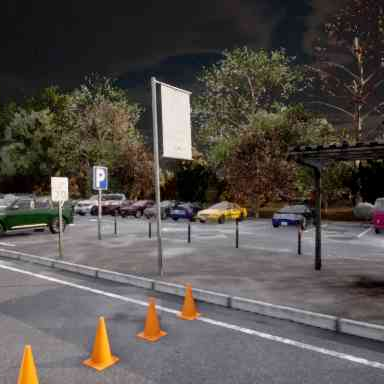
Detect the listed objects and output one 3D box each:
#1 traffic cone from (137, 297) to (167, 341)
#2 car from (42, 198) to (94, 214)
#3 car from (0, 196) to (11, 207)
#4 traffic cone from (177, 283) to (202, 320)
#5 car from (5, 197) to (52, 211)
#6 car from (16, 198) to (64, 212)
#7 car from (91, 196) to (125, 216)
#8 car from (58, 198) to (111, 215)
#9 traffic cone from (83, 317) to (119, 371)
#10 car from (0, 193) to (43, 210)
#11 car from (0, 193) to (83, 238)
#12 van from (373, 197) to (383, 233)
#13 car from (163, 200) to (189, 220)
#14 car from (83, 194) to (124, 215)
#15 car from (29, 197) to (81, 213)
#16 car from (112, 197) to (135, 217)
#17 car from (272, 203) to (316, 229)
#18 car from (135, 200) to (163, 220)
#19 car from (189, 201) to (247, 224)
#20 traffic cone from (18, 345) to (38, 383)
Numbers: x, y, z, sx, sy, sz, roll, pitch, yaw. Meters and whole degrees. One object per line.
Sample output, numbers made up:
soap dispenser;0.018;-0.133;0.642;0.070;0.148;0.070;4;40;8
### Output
traffic cone;-0.626;1.957;5.225;0.340;0.580;0.340;0;0;35
car;-13.460;1.455;36.489;2.097;1.535;5.008;0;0;35
car;-29.255;1.332;47.814;1.946;1.575;5.366;1;0;35
traffic cone;-0.052;1.957;6.041;0.340;0.580;0.340;0;0;36
car;-20.259;1.452;41.305;2.163;1.488;4.792;0;0;35
car;-18.015;1.469;39.658;2.163;1.488;4.792;0;0;35
car;-6.638;1.466;31.712;2.097;1.535;5.008;0;0;35
car;-11.187;1.461;34.892;2.231;1.521;4.892;0;0;35
traffic cone;-1.201;1.957;4.408;0.340;0.580;0.340;0;0;35
car;-22.561;1.153;42.852;2.435;2.045;5.566;0;0;35
car;-8.918;1.221;17.290;2.435;2.045;5.566;0;0;35
van;11.598;1.264;19.042;1.878;1.987;4.442;0;0;35
car;0.190;1.504;26.946;2.163;1.488;4.792;0;0;35
car;-8.929;1.212;33.279;2.435;2.045;5.566;0;0;35
car;-15.623;1.444;38.240;1.946;1.575;5.366;0;0;35
car;-4.366;1.469;30.116;2.097;1.535;5.008;0;0;35
car;6.972;1.513;22.113;2.163;1.488;4.792;0;0;35
car;-2.094;1.473;28.522;2.231;1.521;4.892;0;0;35
car;2.338;1.475;25.175;1.946;1.575;5.366;0;0;35
traffic cone;-1.776;1.957;3.592;0.340;0.580;0.340;0;0;35
